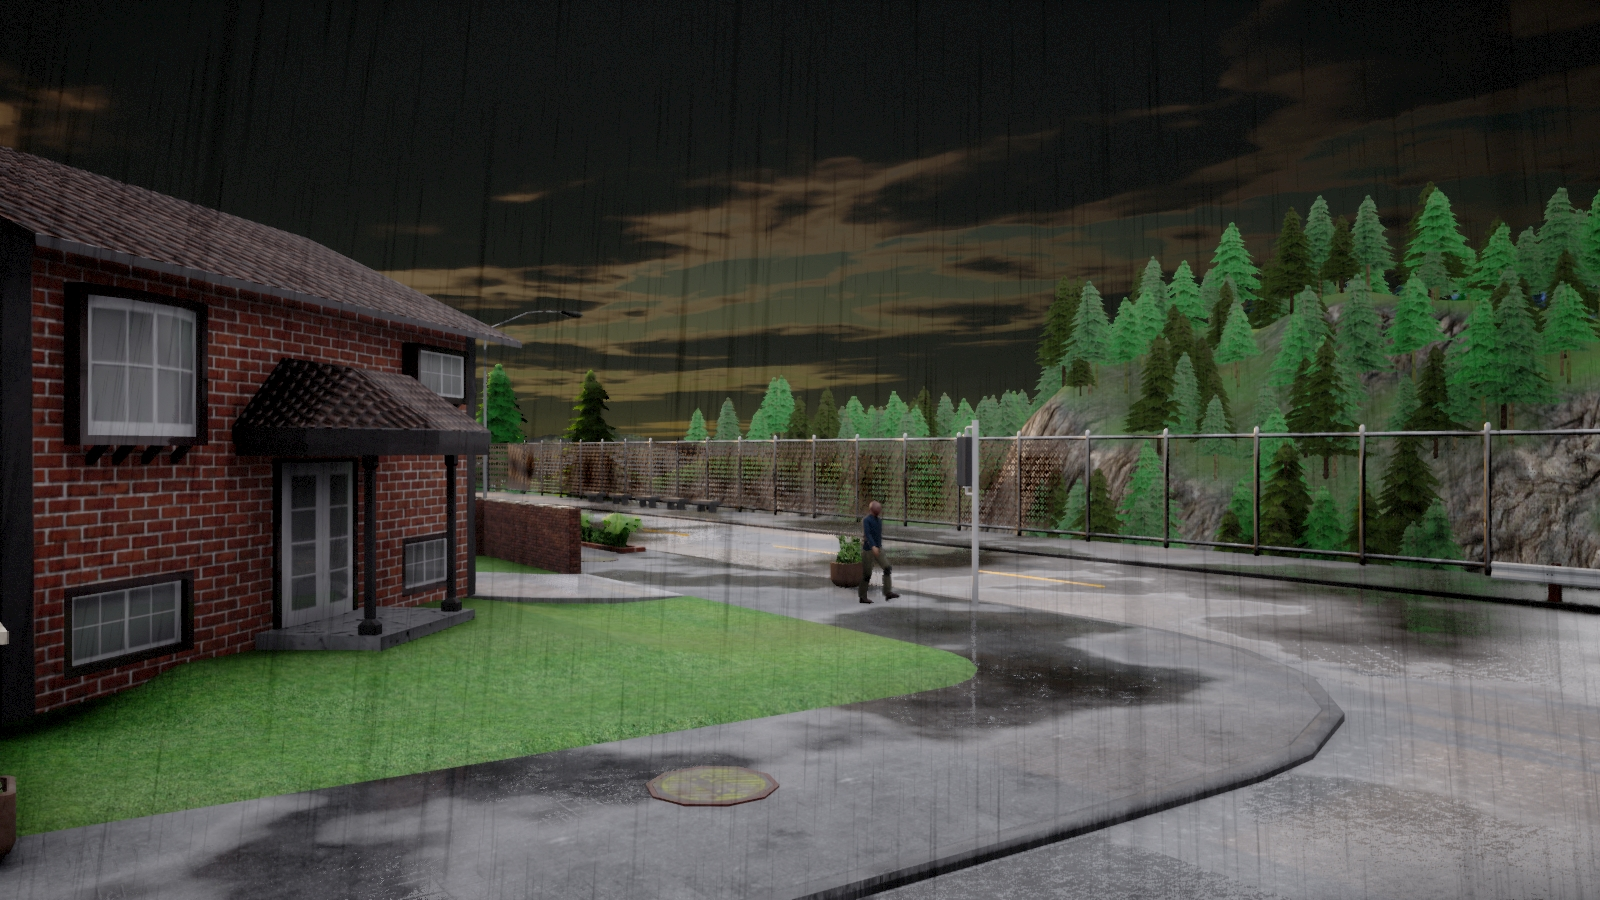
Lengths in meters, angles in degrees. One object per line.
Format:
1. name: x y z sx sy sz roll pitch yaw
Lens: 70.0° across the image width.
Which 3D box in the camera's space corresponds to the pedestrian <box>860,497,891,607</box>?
1. pedestrian: 1.307 1.745 19.715 0.375 1.860 0.375 0 0 -44
